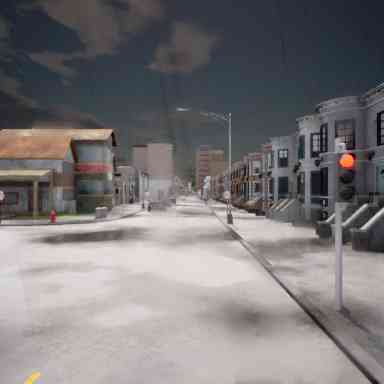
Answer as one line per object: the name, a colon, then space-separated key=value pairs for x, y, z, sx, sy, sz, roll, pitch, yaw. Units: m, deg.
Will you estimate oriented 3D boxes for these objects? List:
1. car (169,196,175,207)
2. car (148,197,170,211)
car: x=-4.015 y=1.504 z=49.495 sx=1.837 sy=1.490 sz=4.892 roll=0 pitch=0 yaw=0
car: x=-4.042 y=1.564 z=39.550 sx=1.994 sy=1.385 sz=4.181 roll=0 pitch=0 yaw=0
